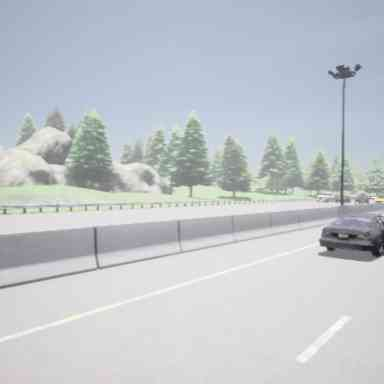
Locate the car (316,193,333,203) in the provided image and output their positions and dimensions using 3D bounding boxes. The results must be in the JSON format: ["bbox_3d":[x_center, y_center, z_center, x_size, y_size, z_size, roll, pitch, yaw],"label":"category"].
[{"bbox_3d":[27.627,1.154,68.964,2.150,2.045,5.566,1,0,41],"label":"car"}]

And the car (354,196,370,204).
[{"bbox_3d":[32.914,1.531,64.384,1.837,1.490,4.892,1,0,41],"label":"car"}]

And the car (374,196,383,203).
[{"bbox_3d":[35.550,1.560,62.082,1.882,1.535,5.008,1,0,41],"label":"car"}]

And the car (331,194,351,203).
[{"bbox_3d":[30.278,1.520,66.687,2.033,1.411,5.357,1,0,41],"label":"car"}]

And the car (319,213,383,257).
[{"bbox_3d":[6.797,1.550,13.193,2.033,1.411,5.357,1,1,41],"label":"car"}]
